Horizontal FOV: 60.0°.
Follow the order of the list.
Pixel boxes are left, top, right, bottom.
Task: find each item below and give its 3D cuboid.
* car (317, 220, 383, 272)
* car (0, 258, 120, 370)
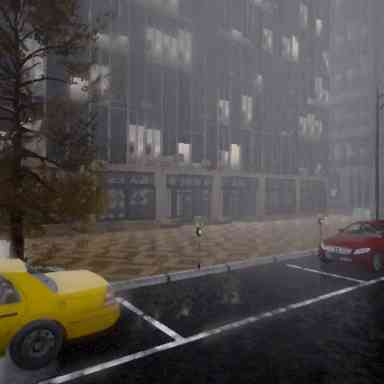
[{"bbox_3d":[5.819,1.582,10.702,4.206,1.307,1.802,0,1,-35],"label":"car"},{"bbox_3d":[-3.372,1.523,4.145,4.829,1.417,1.752,0,1,-35],"label":"car"}]
